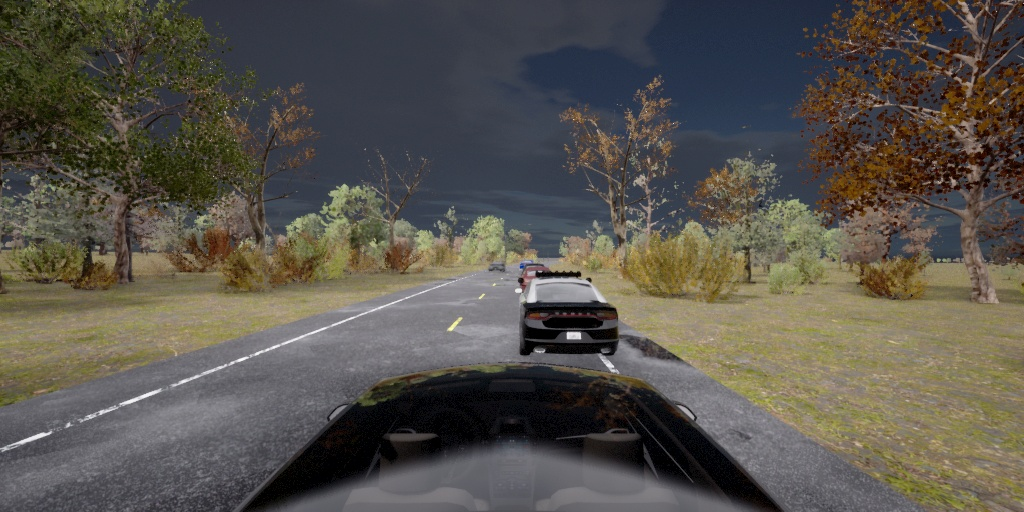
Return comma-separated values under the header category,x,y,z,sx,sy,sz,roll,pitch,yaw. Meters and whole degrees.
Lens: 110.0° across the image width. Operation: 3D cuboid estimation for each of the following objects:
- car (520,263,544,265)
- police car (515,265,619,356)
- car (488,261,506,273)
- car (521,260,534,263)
category,x,y,z,sx,sy,sz,roll,pitch,yaw
car,1.325,1.281,18.633,1.812,1.442,4.674,0,0,2
police car,1.107,1.177,8.790,1.930,1.638,5.238,0,0,1
car,-1.831,1.378,45.192,1.994,1.385,4.181,0,0,4
car,1.533,1.266,24.603,1.837,1.490,4.892,0,0,2
